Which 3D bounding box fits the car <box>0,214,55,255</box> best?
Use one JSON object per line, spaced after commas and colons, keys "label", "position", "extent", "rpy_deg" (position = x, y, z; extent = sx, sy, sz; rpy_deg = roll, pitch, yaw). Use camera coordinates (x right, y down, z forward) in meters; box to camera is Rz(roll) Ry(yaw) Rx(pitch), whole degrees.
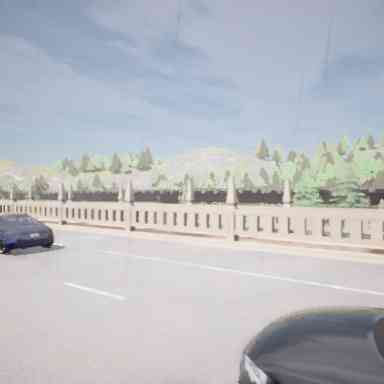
{"label": "car", "position": [-7.546, 1.601, 13.682], "extent": [4.181, 1.385, 1.994], "rpy_deg": [0, 0, 36]}

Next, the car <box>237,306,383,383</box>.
{"label": "car", "position": [2.639, 1.489, 2.109], "extent": [4.902, 1.511, 2.128], "rpy_deg": [0, 0, 36]}
